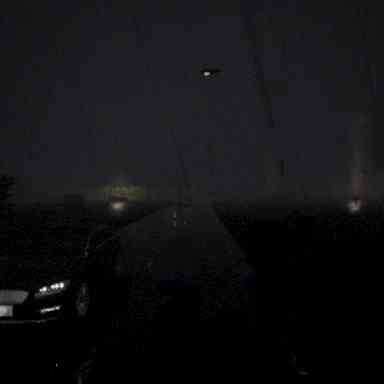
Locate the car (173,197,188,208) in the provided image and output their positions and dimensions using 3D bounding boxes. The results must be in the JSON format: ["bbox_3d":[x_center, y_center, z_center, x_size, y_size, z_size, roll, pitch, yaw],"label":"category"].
[{"bbox_3d":[-1.586,1.518,48.880,1.812,1.442,4.674,0,0,3],"label":"car"}]

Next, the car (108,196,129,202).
[{"bbox_3d":[-18.358,1.637,83.061,4.902,1.511,2.128,0,-1,-1],"label":"car"}]

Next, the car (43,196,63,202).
[{"bbox_3d":[-34.282,1.745,82.404,4.674,1.442,1.812,0,-1,-3],"label":"car"}]

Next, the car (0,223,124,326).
[{"bbox_3d":[-2.805,1.488,7.366,2.128,1.511,4.902,0,0,0],"label":"car"}]

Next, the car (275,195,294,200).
[{"bbox_3d":[22.932,1.354,82.608,4.674,1.442,1.812,0,-1,3],"label":"car"}]
